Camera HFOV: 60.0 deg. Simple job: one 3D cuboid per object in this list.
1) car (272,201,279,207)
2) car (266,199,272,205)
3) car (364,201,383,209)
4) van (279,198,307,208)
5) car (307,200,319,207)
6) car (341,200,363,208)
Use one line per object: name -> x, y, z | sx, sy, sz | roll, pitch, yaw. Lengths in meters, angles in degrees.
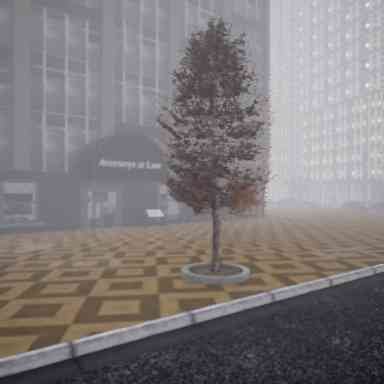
car -> 18.402, 2.249, 65.437 | 1.812, 1.442, 4.674 | 0, -1, -23
car -> 16.858, 2.305, 76.735 | 2.033, 1.411, 5.357 | 0, -1, -23
car -> 30.132, 2.027, 52.397 | 1.947, 1.339, 4.313 | -1, -1, -23
van -> 18.011, 1.961, 59.467 | 1.690, 1.788, 3.998 | -1, -1, -23
car -> 22.048, 2.258, 64.547 | 2.033, 1.411, 5.357 | 0, -1, -23
car -> 27.929, 2.123, 57.572 | 1.947, 1.339, 4.313 | -1, -1, -23
